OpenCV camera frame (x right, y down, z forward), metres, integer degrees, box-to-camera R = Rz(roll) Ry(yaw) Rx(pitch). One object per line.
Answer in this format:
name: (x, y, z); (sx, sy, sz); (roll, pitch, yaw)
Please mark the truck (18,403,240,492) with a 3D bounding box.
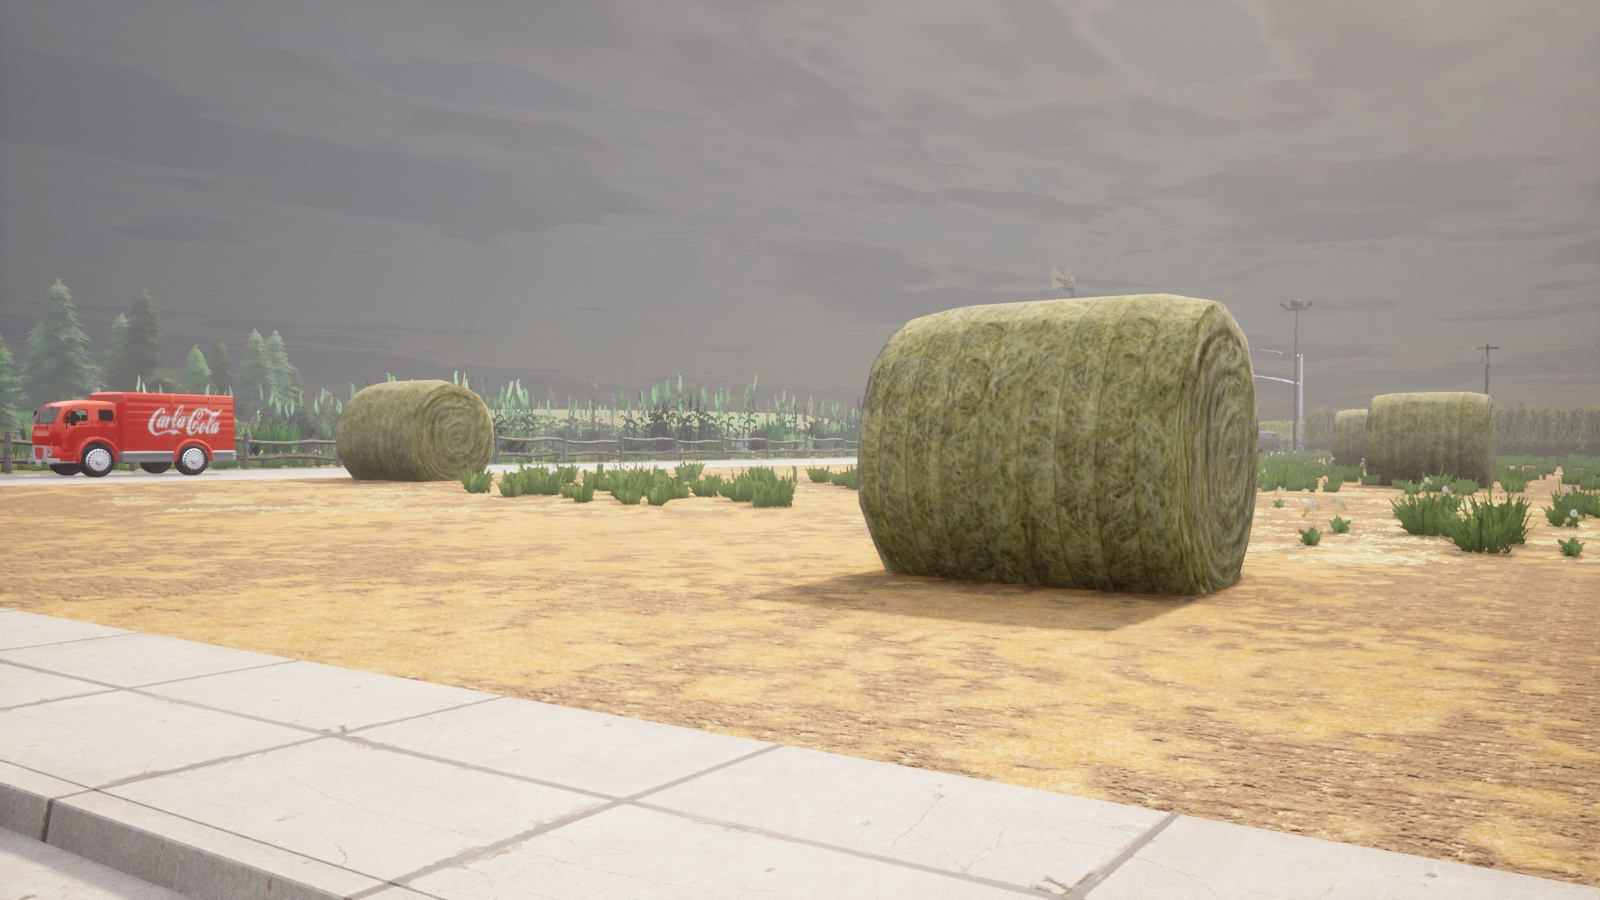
truck: (-19.889, -0.112, 37.442); (2.627, 2.467, 5.204); (0, 1, 36)
